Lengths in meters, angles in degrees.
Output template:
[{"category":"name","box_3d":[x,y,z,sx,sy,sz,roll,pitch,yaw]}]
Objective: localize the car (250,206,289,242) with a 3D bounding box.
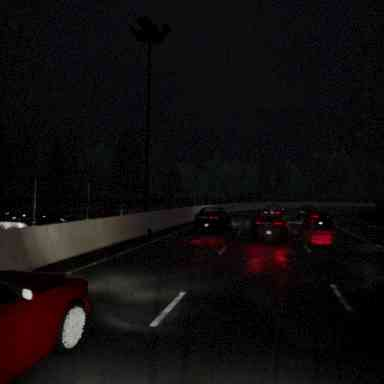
[{"category":"car","box_3d":[4.255,1.758,18.261,2.128,1.511,4.902,1,-1,14]}]

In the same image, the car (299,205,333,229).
[{"category":"car","box_3d":[9.704,1.972,25.918,1.837,1.490,4.892,1,0,14]}]

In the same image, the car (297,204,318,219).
[{"category":"car","box_3d":[13.692,2.230,39.284,2.033,1.411,5.357,1,-1,22]}]

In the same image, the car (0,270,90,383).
[{"category":"car","box_3d":[-2.912,1.438,3.305,1.882,1.535,5.008,1,-1,13]}]

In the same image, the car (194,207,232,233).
[{"category":"car","box_3d":[1.412,1.718,21.400,2.128,1.511,4.902,1,-1,13]}]

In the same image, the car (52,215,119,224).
[{"category":"car","box_3d":[-6.147,1.542,20.686,1.837,1.490,4.892,1,-1,14]}]
